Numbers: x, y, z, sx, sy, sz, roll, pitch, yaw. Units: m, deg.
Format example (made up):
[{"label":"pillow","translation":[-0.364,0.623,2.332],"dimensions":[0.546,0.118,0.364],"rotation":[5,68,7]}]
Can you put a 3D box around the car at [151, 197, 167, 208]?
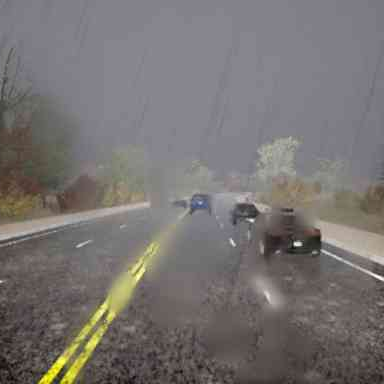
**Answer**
[{"label":"car","translation":[-4.792,1.495,48.601],"dimensions":[1.837,1.490,4.892],"rotation":[0,0,4]}]

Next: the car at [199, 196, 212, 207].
[{"label":"car","translation":[2.141,1.478,52.671],"dimensions":[1.837,1.490,4.892],"rotation":[0,0,4]}]

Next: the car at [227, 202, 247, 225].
[{"label":"car","translation":[3.681,1.508,23.870],"dimensions":[1.837,1.490,4.892],"rotation":[0,0,2]}]

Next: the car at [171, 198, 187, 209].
[{"label":"car","translation":[-1.722,1.550,46.003],"dimensions":[1.994,1.385,4.181],"rotation":[0,0,4]}]

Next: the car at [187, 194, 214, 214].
[{"label":"car","translation":[1.008,1.213,35.953],"dimensions":[2.150,2.045,5.566],"rotation":[0,0,3]}]

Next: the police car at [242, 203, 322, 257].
[{"label":"police car","translation":[3.384,1.434,13.058],"dimensions":[1.930,1.638,5.238],"rotation":[0,0,1]}]

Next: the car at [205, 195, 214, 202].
[{"label":"car","translation":[3.931,1.415,73.654],"dimensions":[1.837,1.490,4.892],"rotation":[0,0,6]}]
